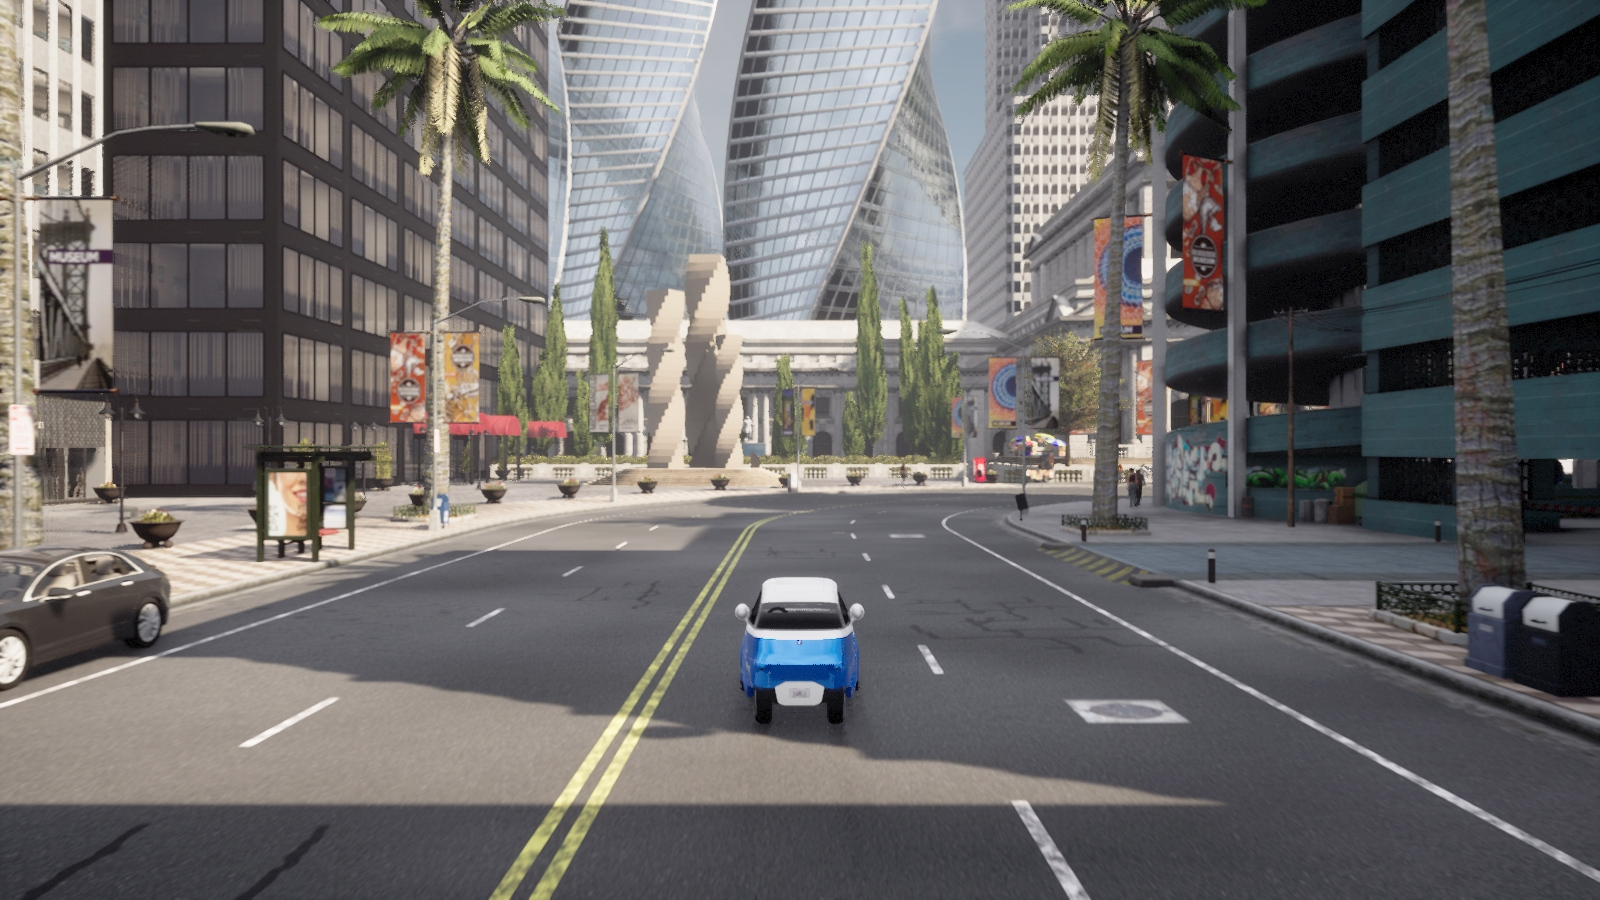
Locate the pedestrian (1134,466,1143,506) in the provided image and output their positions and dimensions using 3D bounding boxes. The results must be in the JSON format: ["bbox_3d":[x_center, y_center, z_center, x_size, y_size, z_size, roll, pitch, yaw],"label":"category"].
[{"bbox_3d":[15.846,1.696,53.460,0.375,1.860,0.375,0,0,7],"label":"pedestrian"}]

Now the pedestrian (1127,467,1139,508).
[{"bbox_3d":[15.139,1.696,51.940,0.375,1.860,0.375,0,0,-4],"label":"pedestrian"}]

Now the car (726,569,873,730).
[{"bbox_3d":[-0.003,2.120,12.600,1.481,1.376,2.207,0,0,0],"label":"car"}]
